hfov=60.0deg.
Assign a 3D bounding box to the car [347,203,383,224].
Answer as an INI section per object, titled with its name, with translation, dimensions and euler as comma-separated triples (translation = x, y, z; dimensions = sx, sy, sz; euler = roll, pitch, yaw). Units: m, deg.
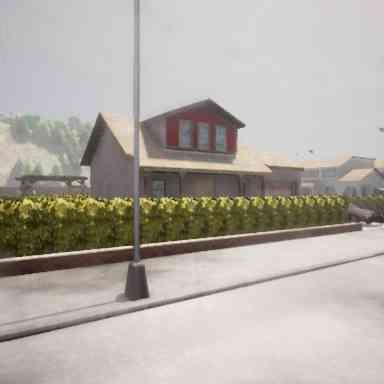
[car]
translation = 9.817, 1.354, 22.399
dimensions = 2.033, 1.415, 5.357
euler = 0, 0, -33
